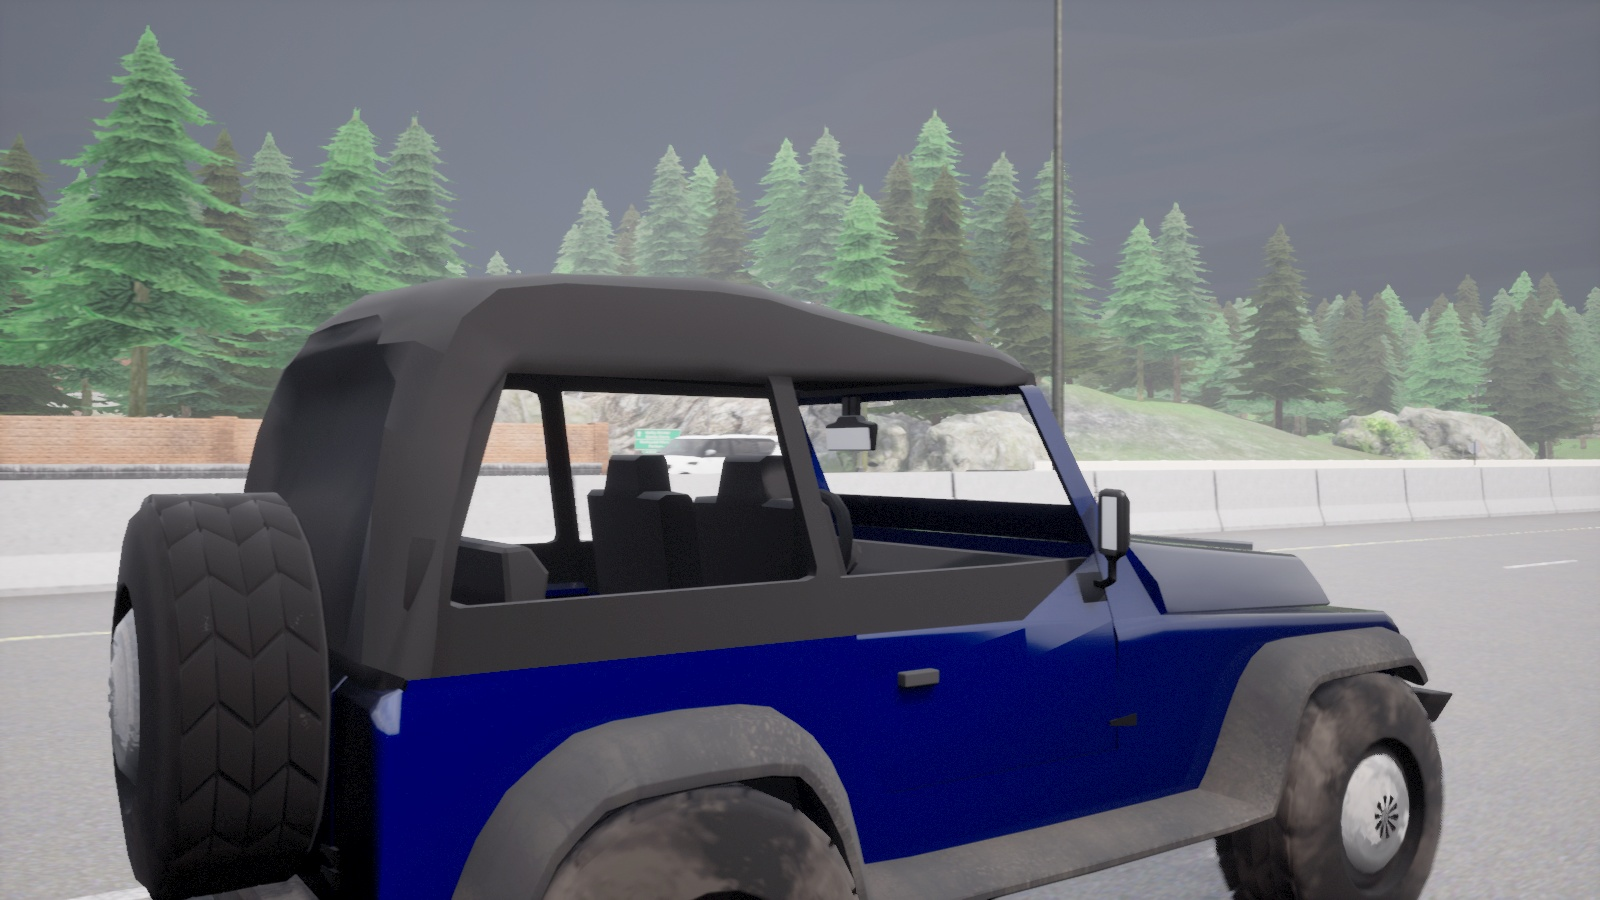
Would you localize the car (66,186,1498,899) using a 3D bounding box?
[{"bbox_3d":[0.129,0.550,3.749,3.866,1.878,1.905,0,0,-35],"label":"car"}]
